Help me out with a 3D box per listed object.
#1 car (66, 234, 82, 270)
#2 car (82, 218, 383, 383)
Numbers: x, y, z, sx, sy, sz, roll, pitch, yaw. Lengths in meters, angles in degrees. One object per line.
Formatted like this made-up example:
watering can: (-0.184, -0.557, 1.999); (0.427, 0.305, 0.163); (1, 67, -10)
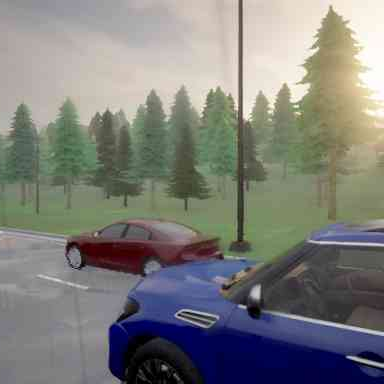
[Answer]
car: (-1.520, 1.477, 9.365); (5.008, 1.535, 1.882); (0, 0, 35)
car: (1.762, 1.222, 2.756); (5.566, 2.045, 2.150); (0, 0, 36)
